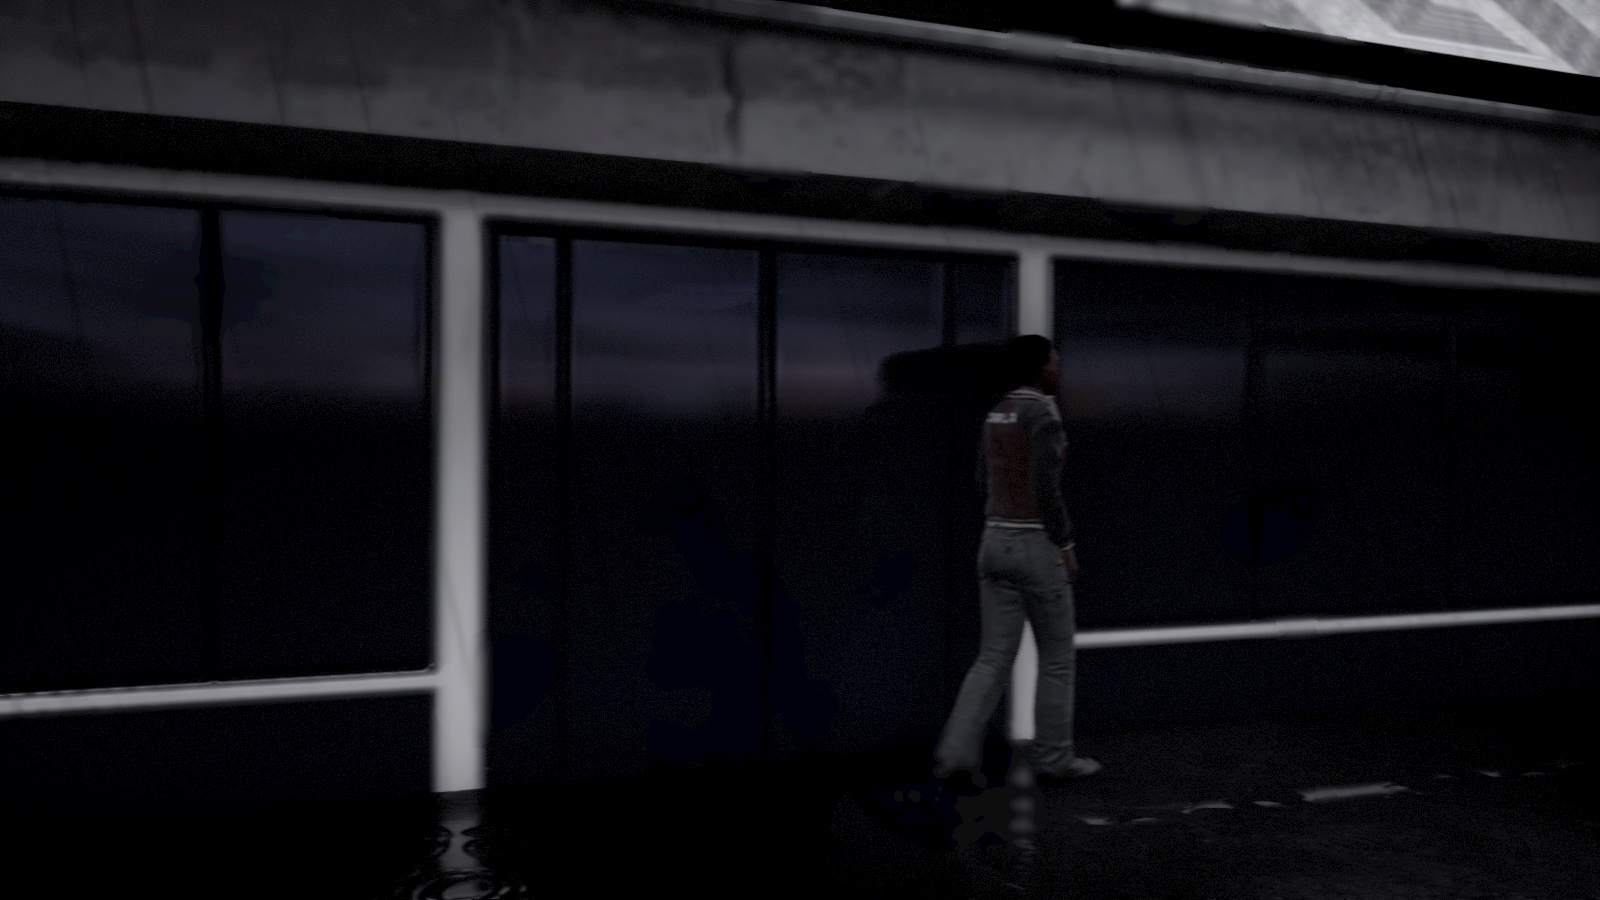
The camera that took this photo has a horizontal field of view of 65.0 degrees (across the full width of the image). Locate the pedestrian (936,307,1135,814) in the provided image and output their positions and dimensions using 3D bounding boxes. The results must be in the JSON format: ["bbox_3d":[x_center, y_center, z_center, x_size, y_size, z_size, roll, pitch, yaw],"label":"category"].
[{"bbox_3d":[0.948,0.415,5.082,0.666,1.930,0.402,-1,1,-22],"label":"pedestrian"}]
